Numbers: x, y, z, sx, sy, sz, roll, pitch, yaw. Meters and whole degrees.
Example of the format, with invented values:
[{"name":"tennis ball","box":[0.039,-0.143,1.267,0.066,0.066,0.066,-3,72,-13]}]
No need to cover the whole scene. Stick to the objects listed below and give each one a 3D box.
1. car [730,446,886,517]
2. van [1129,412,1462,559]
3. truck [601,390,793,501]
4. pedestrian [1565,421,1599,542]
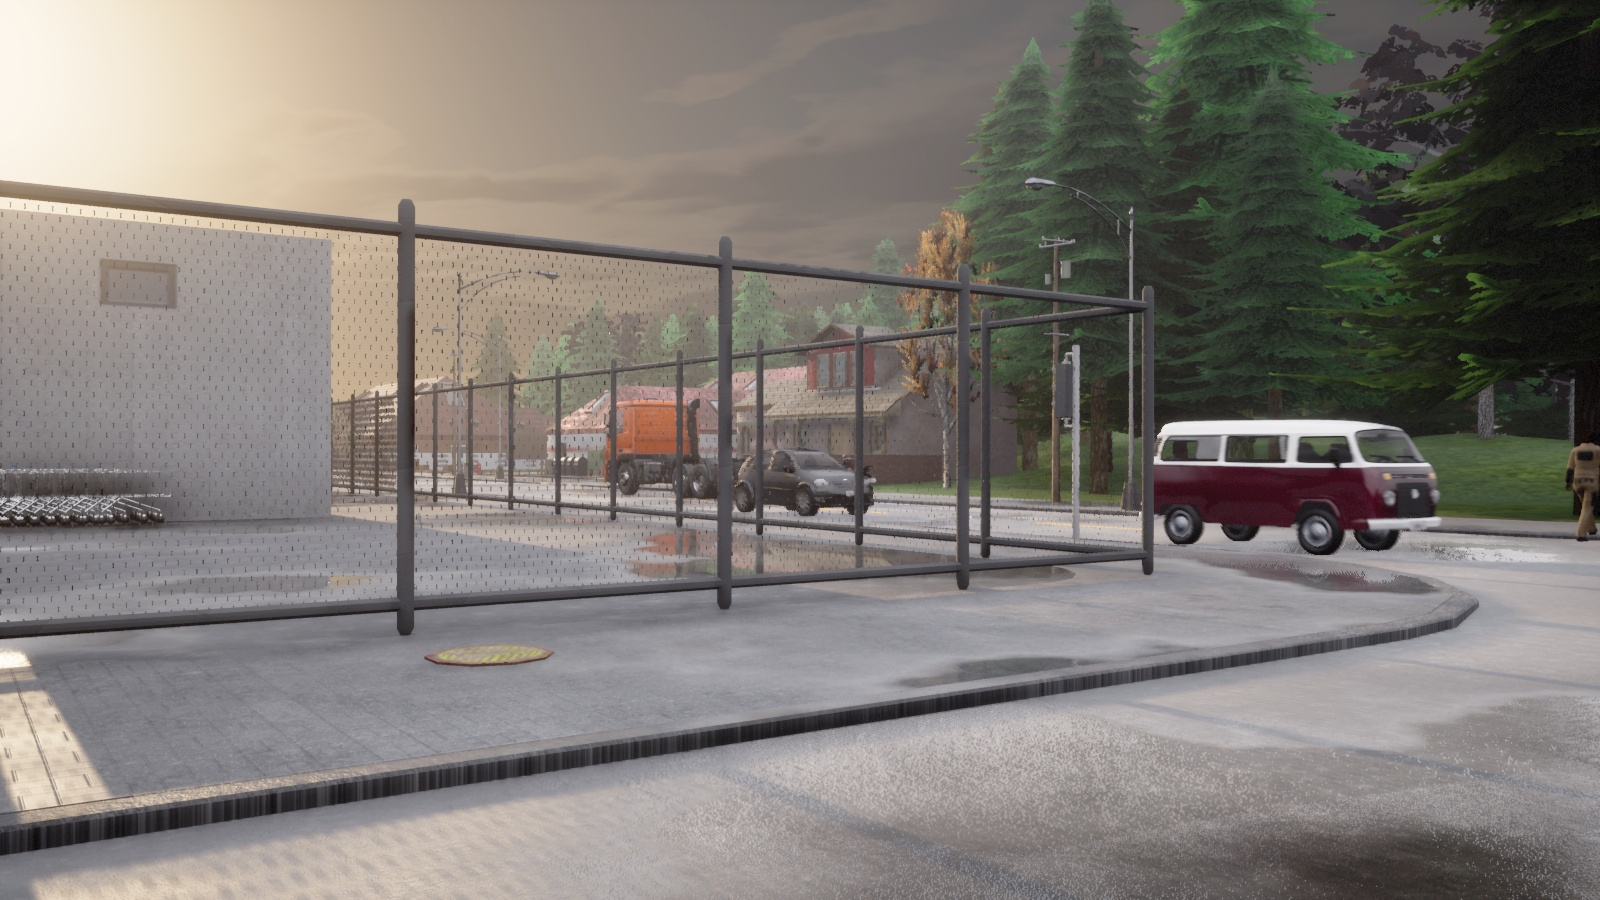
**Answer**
[{"name":"car","box":[0.115,0.718,30.647,1.851,1.617,3.988,0,0,-35]},{"name":"van","box":[7.635,0.500,19.783,2.069,2.038,4.480,0,0,-35]},{"name":"truck","box":[-3.727,-0.123,43.236,2.891,3.462,7.936,0,0,-36]},{"name":"pedestrian","box":[12.767,0.499,20.336,0.692,1.930,0.396,0,0,-35]}]
